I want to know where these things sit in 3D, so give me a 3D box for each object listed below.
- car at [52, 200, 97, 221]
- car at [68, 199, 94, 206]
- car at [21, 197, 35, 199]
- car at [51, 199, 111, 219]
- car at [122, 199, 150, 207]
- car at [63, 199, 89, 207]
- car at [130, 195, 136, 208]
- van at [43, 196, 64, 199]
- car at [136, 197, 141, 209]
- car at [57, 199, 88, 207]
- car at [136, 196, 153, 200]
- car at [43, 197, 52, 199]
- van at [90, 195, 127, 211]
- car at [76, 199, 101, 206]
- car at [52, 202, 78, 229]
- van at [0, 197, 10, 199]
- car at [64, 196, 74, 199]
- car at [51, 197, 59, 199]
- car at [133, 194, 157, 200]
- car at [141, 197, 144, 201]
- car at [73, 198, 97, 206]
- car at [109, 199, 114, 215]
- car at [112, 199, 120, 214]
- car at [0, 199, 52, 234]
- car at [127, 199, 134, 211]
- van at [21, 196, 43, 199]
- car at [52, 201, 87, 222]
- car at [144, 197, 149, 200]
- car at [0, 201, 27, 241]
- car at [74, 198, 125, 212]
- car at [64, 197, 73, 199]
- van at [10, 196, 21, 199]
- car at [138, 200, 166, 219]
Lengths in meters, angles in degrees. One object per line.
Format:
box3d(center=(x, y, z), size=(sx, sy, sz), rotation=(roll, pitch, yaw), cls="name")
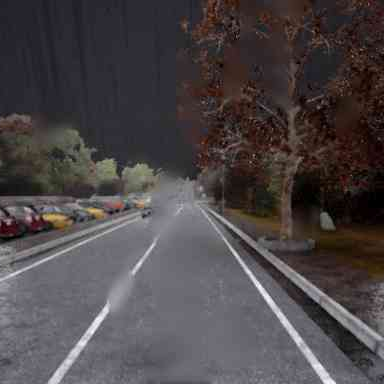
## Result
box3d(center=(-10.360, 1.634, 25.979), size=(4.892, 1.521, 2.231), rotation=(0, -1, 0), cls="car")
box3d(center=(-23.473, 2.256, 70.369), size=(4.792, 1.488, 2.163), rotation=(0, -1, 0), cls="car")
box3d(center=(-23.465, 1.788, 42.681), size=(5.008, 1.535, 2.097), rotation=(0, -1, 0), cls="car")
box3d(center=(-10.173, 1.656, 28.755), size=(5.366, 1.575, 1.946), rotation=(0, -1, 0), cls="car")
box3d(center=(-10.416, 2.078, 62.055), size=(4.892, 1.521, 2.231), rotation=(0, -1, 0), cls="car")
box3d(center=(-23.496, 2.217, 67.599), size=(4.674, 1.452, 2.002), rotation=(0, -1, 0), cls="car")
box3d(center=(-10.415, 1.690, 45.410), size=(4.553, 1.767, 2.185), rotation=(0, -1, 0), cls="car")
box3d(center=(-23.594, 1.702, 53.632), size=(4.442, 1.987, 1.878), rotation=(0, -1, 0), cls="van")
box3d(center=(-10.382, 1.849, 48.188), size=(4.892, 1.521, 2.231), rotation=(0, -1, 0), cls="car")
box3d(center=(-23.309, 2.124, 64.830), size=(5.366, 1.575, 1.946), rotation=(0, -1, 0), cls="car")
box3d(center=(-10.220, 2.024, 59.281), size=(5.366, 1.575, 1.946), rotation=(0, -1, 0), cls="car")
box3d(center=(-23.497, 1.878, 48.218), size=(4.792, 1.488, 2.163), rotation=(0, -1, 0), cls="car")
box3d(center=(-10.492, 1.536, 39.861), size=(4.442, 1.987, 1.878), rotation=(0, -1, 0), cls="van")
box3d(center=(-23.506, 2.323, 75.785), size=(5.008, 1.535, 2.097), rotation=(0, -1, 0), cls="car")
box3d(center=(-10.160, 1.579, 20.427), size=(5.366, 1.575, 1.946), rotation=(0, -1, 0), cls="car")
box3d(center=(-23.334, 1.511, 37.144), size=(4.442, 1.987, 1.878), rotation=(0, -1, 0), cls="van")
box3d(center=(-23.514, 1.776, 59.296), size=(5.566, 2.045, 2.435), rotation=(0, -1, 0), cls="car")
box3d(center=(-23.501, 1.914, 50.857), size=(4.792, 1.488, 2.163), rotation=(0, -1, 0), cls="car")
box3d(center=(-10.447, 1.925, 67.612), size=(5.566, 2.045, 2.435), rotation=(0, -1, 0), cls="car")
box3d(center=(-10.578, 1.883, 50.955), size=(5.366, 1.575, 1.946), rotation=(0, -1, 0), cls="car")
box3d(center=(-23.538, 2.148, 73.017), size=(4.553, 1.767, 2.185), rotation=(0, -1, 0), cls="car")
box3d(center=(-10.333, 1.714, 31.531), size=(4.792, 1.488, 2.163), rotation=(0, -1, 0), cls="car")
box3d(center=(-10.338, 1.740, 34.307), size=(4.792, 1.488, 2.163), rotation=(0, -1, 0), cls="car")
box3d(center=(-10.310, 1.430, 17.652), size=(4.553, 1.767, 2.185), rotation=(0, -1, 0), cls="car")
box3d(center=(-10.409, 1.817, 42.635), size=(4.792, 1.488, 2.163), rotation=(0, -1, 0), cls="car")
box3d(center=(-23.356, 1.591, 45.470), size=(4.442, 1.987, 1.878), rotation=(0, -1, 0), cls="van")
box3d(center=(-10.343, 1.609, 23.203), size=(4.892, 1.521, 2.231), rotation=(0, -1, 0), cls="car")
box3d(center=(-10.212, 1.924, 53.608), size=(5.366, 1.575, 1.946), rotation=(0, -1, 0), cls="car")
box3d(center=(-10.305, 1.405, 14.876), size=(4.553, 1.767, 2.185), rotation=(0, -1, 0), cls="car")
box3d(center=(-10.342, 1.766, 37.083), size=(4.792, 1.488, 2.163), rotation=(0, -1, 0), cls="car")
box3d(center=(-23.453, 2.007, 56.522), size=(4.792, 1.488, 2.163), rotation=(0, -1, 0), cls="car")
box3d(center=(-23.572, 1.537, 39.914), size=(4.442, 1.987, 1.878), rotation=(0, -1, 0), cls="van")
box3d(center=(-3.441, 1.739, 30.586), size=(1.994, 1.385, 4.181), rotation=(0, -1, 0), cls="car")
